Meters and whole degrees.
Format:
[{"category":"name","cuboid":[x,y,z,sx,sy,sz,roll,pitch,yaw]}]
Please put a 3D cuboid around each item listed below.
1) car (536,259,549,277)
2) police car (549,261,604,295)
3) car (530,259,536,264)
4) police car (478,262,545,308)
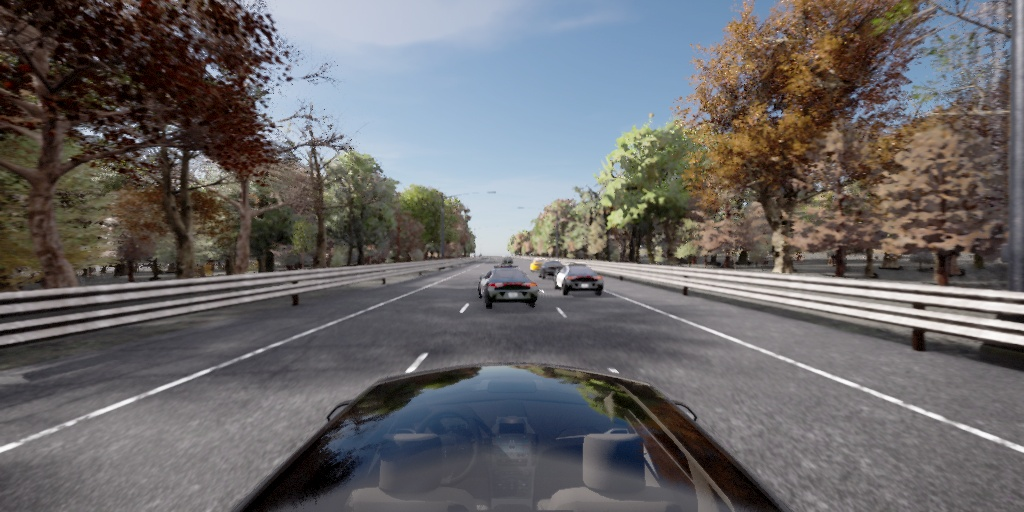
[{"category":"car","cuboid":[3.328,1.163,30.357,1.837,1.490,4.892,0,0,-1]},{"category":"police car","cuboid":[3.433,1.200,19.320,2.038,1.542,4.974,0,0,0]},{"category":"car","cuboid":[3.179,1.100,41.393,1.882,1.535,5.008,0,0,-1]},{"category":"police car","cuboid":[-0.298,1.211,15.188,2.038,1.542,4.974,0,0,-9]}]
